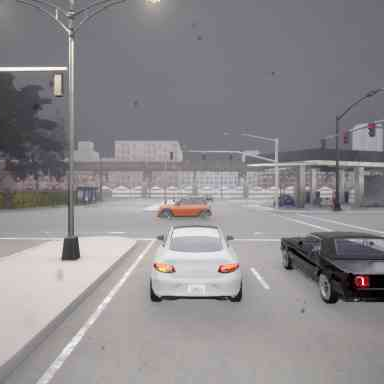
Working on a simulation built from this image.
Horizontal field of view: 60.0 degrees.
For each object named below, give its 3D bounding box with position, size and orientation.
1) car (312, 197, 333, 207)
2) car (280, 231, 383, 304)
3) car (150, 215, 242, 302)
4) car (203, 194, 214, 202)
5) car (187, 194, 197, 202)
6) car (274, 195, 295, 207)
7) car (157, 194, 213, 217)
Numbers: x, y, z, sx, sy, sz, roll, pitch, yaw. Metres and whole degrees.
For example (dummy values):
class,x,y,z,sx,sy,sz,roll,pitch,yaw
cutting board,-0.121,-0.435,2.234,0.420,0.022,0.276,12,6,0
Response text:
class,x,y,z,sx,sy,sz,roll,pitch,yaw
car,18.967,1.435,48.413,1.970,1.475,3.806,0,0,0
car,3.589,1.599,8.095,1.895,1.301,4.718,0,0,0
car,0.084,1.517,8.112,1.812,1.442,4.674,0,0,0
car,3.516,1.257,72.298,2.097,1.767,4.553,0,0,0
car,0.016,1.250,72.299,2.097,1.767,4.553,0,0,0
car,13.222,1.262,47.651,2.242,1.667,4.611,0,0,0
car,-0.581,1.315,27.470,4.553,1.767,2.097,0,0,1
